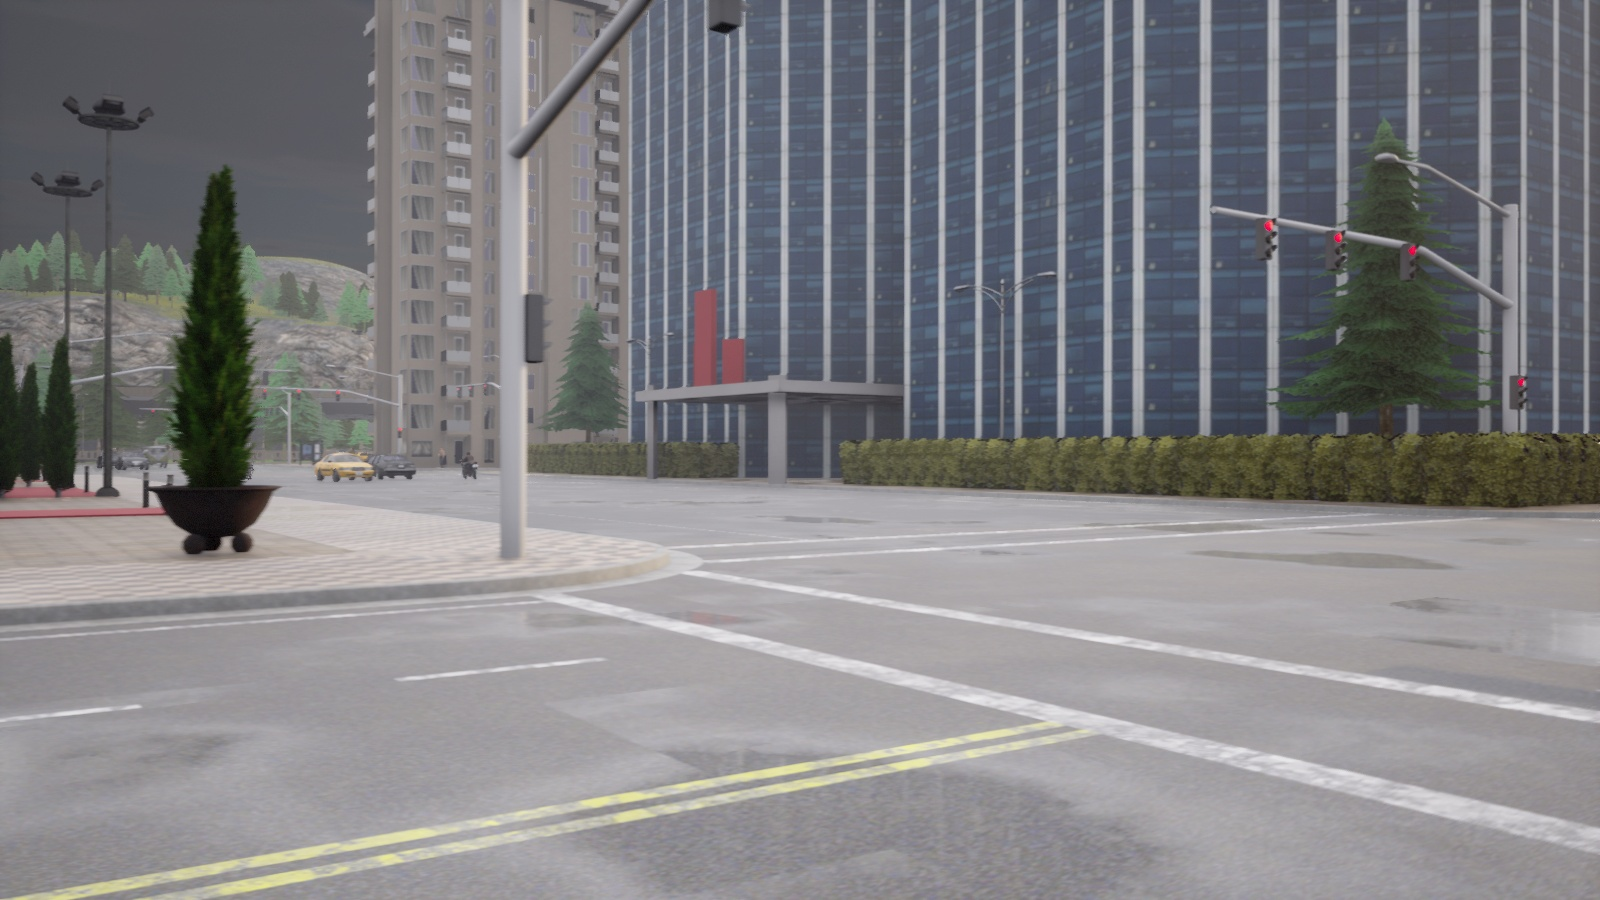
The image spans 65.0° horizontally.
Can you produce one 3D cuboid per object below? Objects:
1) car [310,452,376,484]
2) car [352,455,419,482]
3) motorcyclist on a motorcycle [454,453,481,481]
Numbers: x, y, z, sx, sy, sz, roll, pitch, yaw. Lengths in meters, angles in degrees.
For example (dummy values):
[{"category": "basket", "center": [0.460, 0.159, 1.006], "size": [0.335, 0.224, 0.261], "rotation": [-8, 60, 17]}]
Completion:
[{"category": "car", "center": [-23.129, 0.887, 63.399], "size": [1.801, 1.575, 5.366], "rotation": [0, 0, -35]}, {"category": "car", "center": [-22.816, 1.008, 69.026], "size": [2.033, 1.411, 5.357], "rotation": [0, 0, -35]}, {"category": "motorcyclist on a motorcycle", "center": [-18.131, 0.931, 68.459], "size": [0.797, 1.523, 2.044], "rotation": [0, 0, -35]}]
